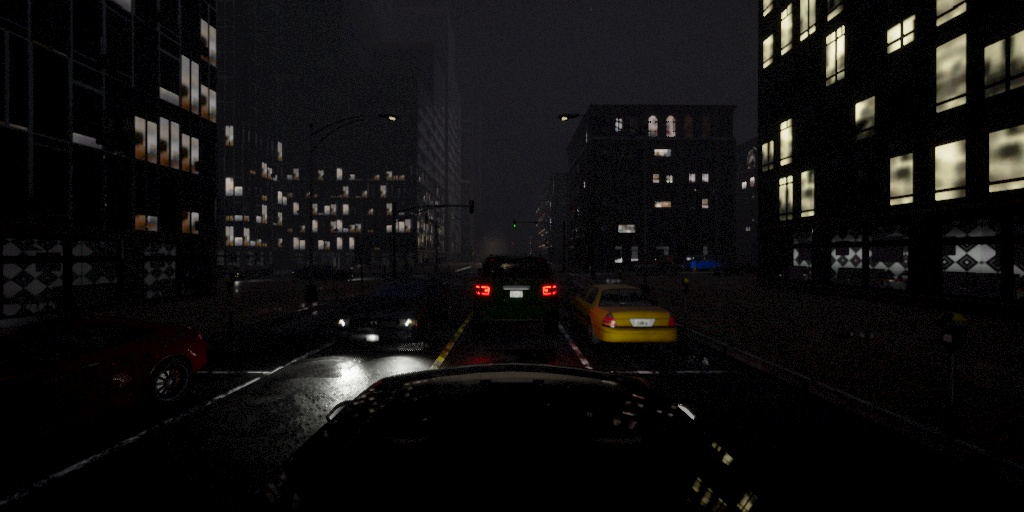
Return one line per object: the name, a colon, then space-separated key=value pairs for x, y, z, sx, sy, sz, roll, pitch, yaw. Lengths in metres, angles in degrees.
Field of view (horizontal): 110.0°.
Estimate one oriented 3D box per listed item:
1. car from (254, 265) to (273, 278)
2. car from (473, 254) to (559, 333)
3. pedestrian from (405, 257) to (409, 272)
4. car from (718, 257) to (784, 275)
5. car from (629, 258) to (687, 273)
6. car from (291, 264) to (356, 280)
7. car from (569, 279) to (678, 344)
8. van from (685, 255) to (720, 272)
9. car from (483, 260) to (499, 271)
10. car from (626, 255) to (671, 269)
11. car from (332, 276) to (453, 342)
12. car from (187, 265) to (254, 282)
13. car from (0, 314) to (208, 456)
car: x=-28.437 y=1.631 z=38.969 sx=4.403 sy=1.370 sz=2.007 roll=0 pitch=0 yaw=-1
car: x=0.090 y=0.967 z=10.899 sx=2.150 sy=2.045 sz=5.566 roll=0 pitch=0 yaw=0
pedestrian: x=-12.388 y=1.002 z=42.168 sx=0.375 sy=1.860 sz=0.375 roll=0 pitch=1 yaw=-1
car: x=21.059 y=1.006 z=31.748 sx=4.507 sy=1.381 sz=1.888 roll=0 pitch=0 yaw=-1
car: x=15.026 y=1.123 z=37.095 sx=4.718 sy=1.301 sz=1.895 roll=-1 pitch=0 yaw=-1
car: x=-17.719 y=1.500 z=33.732 sx=5.357 sy=1.411 sz=2.033 roll=-1 pitch=0 yaw=-1
car: x=2.559 y=1.272 z=9.346 sx=1.751 sy=1.417 sz=4.829 roll=0 pitch=0 yaw=0
van: x=20.944 y=0.782 z=39.628 sx=3.998 sy=1.789 sz=1.690 roll=0 pitch=0 yaw=-1
car: x=-2.881 y=1.277 z=50.546 sx=2.033 sy=1.411 sz=5.357 roll=0 pitch=0 yaw=-1
car: x=15.288 y=0.827 z=39.563 sx=5.009 sy=1.841 sz=2.192 roll=0 pitch=0 yaw=-1
car: x=-2.869 y=1.293 z=10.024 sx=2.033 sy=1.411 sz=5.357 roll=0 pitch=0 yaw=0
car: x=-27.534 y=1.588 z=33.598 sx=4.892 sy=1.490 sz=1.837 roll=-1 pitch=0 yaw=-1
car: x=-5.316 y=1.331 z=3.609 sx=1.802 sy=1.307 sz=4.207 roll=0 pitch=0 yaw=0
